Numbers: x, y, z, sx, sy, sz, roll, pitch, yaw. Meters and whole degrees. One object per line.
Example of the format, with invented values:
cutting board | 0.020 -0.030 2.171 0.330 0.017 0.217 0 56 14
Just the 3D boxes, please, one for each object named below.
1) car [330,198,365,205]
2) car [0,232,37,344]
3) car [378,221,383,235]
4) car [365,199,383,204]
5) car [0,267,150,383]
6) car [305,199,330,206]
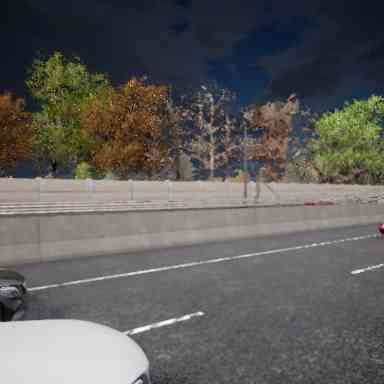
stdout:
car | 18.599 1.458 38.740 4.892 1.490 1.837 0 0 -35
car | -4.861 1.528 4.579 4.674 1.442 1.812 0 0 -35
car | 10.930 1.577 15.842 4.718 1.301 1.895 0 0 -36
car | 21.359 1.477 36.407 4.674 1.442 1.812 0 0 -35
car | -2.466 1.528 1.989 4.674 1.442 1.812 0 0 -35
car | 16.053 1.555 41.222 4.718 1.301 1.895 0 0 -35
